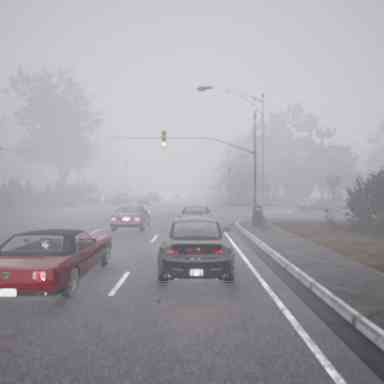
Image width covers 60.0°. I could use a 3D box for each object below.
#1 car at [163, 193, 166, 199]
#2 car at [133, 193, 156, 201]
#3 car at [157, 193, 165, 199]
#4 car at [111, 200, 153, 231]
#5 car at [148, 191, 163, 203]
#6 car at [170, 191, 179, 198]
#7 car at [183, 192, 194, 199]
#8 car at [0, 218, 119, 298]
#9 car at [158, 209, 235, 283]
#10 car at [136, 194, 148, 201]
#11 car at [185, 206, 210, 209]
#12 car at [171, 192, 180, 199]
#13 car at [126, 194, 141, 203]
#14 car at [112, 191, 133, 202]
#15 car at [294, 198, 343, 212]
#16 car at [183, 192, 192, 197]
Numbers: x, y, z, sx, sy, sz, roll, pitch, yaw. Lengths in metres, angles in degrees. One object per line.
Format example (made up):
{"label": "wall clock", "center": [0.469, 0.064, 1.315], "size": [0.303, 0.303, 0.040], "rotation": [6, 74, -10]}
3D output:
{"label": "car", "center": [-7.141, 1.034, 70.608], "size": [1.882, 1.535, 5.008], "rotation": [0, 1, -1]}
{"label": "car", "center": [-7.122, 1.265, 50.242], "size": [2.033, 1.411, 5.357], "rotation": [0, 0, 0]}
{"label": "car", "center": [-7.493, 0.960, 80.878], "size": [1.812, 1.442, 4.674], "rotation": [0, 1, -3]}
{"label": "car", "center": [-3.577, 1.449, 19.744], "size": [2.033, 1.411, 5.357], "rotation": [0, 0, -3]}
{"label": "car", "center": [-7.083, 0.869, 60.418], "size": [2.150, 2.045, 5.566], "rotation": [0, 0, -1]}
{"label": "car", "center": [-4.788, 0.654, 91.713], "size": [2.097, 1.767, 4.553], "rotation": [0, 1, -7]}
{"label": "car", "center": [-0.560, 0.966, 82.192], "size": [1.994, 1.385, 4.181], "rotation": [0, 1, -4]}
{"label": "car", "center": [-3.403, 1.571, 8.398], "size": [1.895, 1.301, 4.718], "rotation": [0, 0, 0]}
{"label": "car", "center": [0.095, 1.469, 9.585], "size": [1.837, 1.490, 4.892], "rotation": [0, 0, 0]}
{"label": "car", "center": [-10.645, 1.149, 70.739], "size": [1.895, 1.301, 4.718], "rotation": [0, 1, -1]}
{"label": "car", "center": [0.355, 1.496, 20.821], "size": [1.895, 1.301, 4.718], "rotation": [0, 0, 5]}
{"label": "car", "center": [-4.032, 0.784, 81.643], "size": [2.097, 1.767, 4.553], "rotation": [0, 1, -4]}
{"label": "car", "center": [-10.593, 1.124, 60.653], "size": [1.882, 1.535, 5.008], "rotation": [0, 0, 0]}
{"label": "car", "center": [-10.621, 0.936, 50.767], "size": [2.150, 2.045, 5.566], "rotation": [0, 0, 0]}
{"label": "car", "center": [13.713, 1.355, 35.270], "size": [5.357, 1.411, 2.033], "rotation": [0, 0, 0]}
{"label": "car", "center": [-1.300, 0.668, 92.071], "size": [2.033, 1.411, 5.357], "rotation": [0, 1, -7]}
